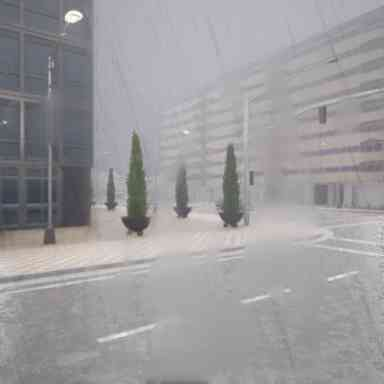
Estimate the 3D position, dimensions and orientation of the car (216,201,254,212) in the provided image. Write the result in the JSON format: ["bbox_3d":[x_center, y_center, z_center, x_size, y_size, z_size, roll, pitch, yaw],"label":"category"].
[{"bbox_3d":[4.574,1.430,36.262,1.837,1.490,4.892,0,0,-35],"label":"car"}]
